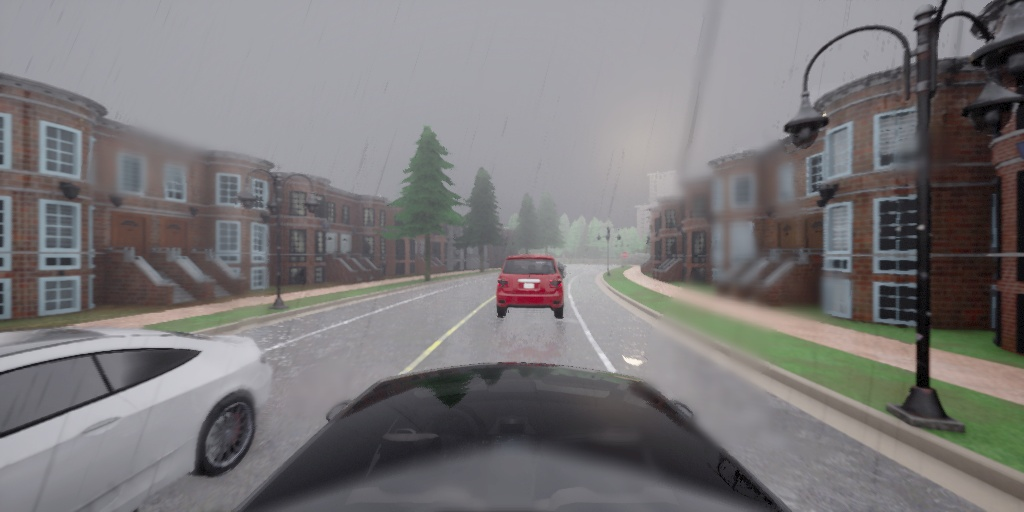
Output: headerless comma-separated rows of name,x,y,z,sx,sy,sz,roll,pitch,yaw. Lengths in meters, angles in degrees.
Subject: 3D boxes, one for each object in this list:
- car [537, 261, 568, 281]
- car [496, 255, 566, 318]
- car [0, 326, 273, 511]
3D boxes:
car,3.644,1.255,31.356,2.128,1.511,4.902,0,0,13
car,0.730,0.974,13.240,2.150,2.045,5.566,0,0,5
car,-3.506,1.265,2.047,1.812,1.442,4.674,0,0,1
